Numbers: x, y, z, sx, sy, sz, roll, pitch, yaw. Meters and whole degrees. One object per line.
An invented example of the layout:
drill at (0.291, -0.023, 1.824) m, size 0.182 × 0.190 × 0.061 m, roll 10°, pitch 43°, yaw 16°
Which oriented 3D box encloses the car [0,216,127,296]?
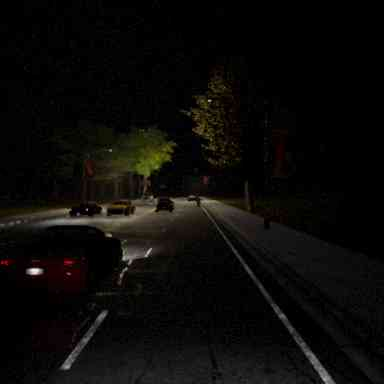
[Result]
car at (-3.148, 1.565, 8.679) m, size 1.994 × 1.385 × 4.181 m, roll 0°, pitch 0°, yaw 0°

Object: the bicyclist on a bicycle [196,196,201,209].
bicyclist on a bicycle at (0.905, 1.462, 43.200) m, size 0.582 × 1.620 × 1.656 m, roll 0°, pitch 0°, yaw 0°

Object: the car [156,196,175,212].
car at (-3.139, 1.533, 39.151) m, size 1.812 × 1.442 × 4.674 m, roll 0°, pitch 0°, yaw 0°

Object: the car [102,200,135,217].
car at (-6.586, 1.483, 31.052) m, size 1.882 × 1.535 × 5.008 m, roll 0°, pitch 0°, yaw 0°

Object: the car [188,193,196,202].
car at (0.019, 1.579, 78.209) m, size 2.033 × 1.411 × 5.357 m, roll 0°, pitch 0°, yaw 0°

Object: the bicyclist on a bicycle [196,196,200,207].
bicyclist on a bicycle at (0.907, 1.467, 52.101) m, size 0.582 × 1.620 × 1.656 m, roll 0°, pitch 0°, yaw 0°

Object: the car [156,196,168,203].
car at (-6.482, 1.511, 71.843) m, size 2.033 × 1.411 × 5.357 m, roll 0°, pitch 0°, yaw 0°

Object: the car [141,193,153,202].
car at (-9.732, 1.205, 72.579) m, size 2.150 × 2.045 × 5.566 m, roll 0°, pitch 0°, yaw 0°

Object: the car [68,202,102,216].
car at (-9.838, 1.606, 31.045) m, size 1.895 × 1.301 × 4.718 m, roll 0°, pitch 0°, yaw 0°
